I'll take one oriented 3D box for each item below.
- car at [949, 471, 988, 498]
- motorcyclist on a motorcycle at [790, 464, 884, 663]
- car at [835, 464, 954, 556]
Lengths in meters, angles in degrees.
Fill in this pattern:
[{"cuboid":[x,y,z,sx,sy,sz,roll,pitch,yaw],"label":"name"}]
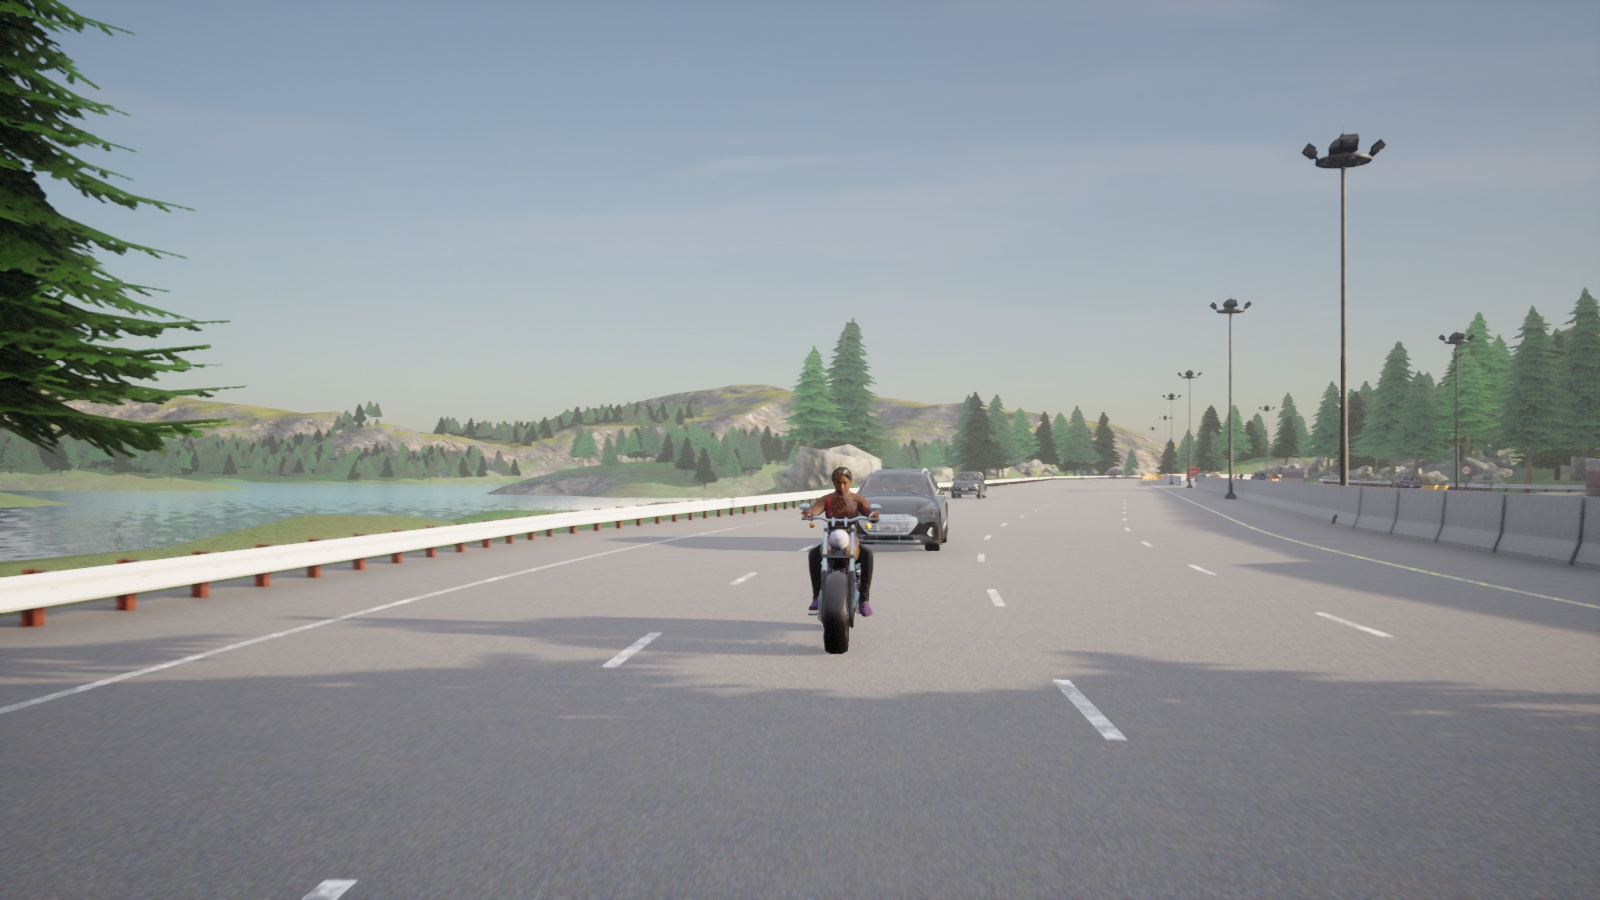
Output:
[{"cuboid":[9.798,1.976,72.752,1.789,1.549,3.705,0,-1,14],"label":"car"},{"cuboid":[0.386,0.958,11.625,0.766,1.649,2.350,0,-1,4],"label":"motorcyclist on a motorcycle"},{"cuboid":[2.082,1.172,26.285,2.033,1.649,4.856,0,0,9],"label":"car"}]
